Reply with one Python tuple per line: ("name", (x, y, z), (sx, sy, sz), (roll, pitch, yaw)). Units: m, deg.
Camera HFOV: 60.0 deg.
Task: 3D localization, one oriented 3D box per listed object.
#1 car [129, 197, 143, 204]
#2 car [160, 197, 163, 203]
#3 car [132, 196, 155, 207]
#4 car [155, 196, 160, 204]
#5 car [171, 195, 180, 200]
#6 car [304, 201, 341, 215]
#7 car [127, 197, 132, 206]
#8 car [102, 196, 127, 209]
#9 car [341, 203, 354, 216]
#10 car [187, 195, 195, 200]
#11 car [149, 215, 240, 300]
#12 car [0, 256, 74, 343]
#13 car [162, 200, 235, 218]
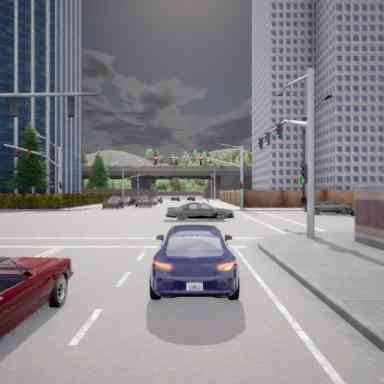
("car", (-10.706, 1.601, 63.530), (1.895, 1.301, 4.718), (0, 0, 0))
("car", (-7.169, 1.564, 68.866), (1.994, 1.385, 4.181), (0, 0, 0))
("car", (-7.217, 1.352, 49.837), (2.097, 1.767, 4.553), (0, 0, 0))
("car", (-7.222, 1.601, 58.819), (1.895, 1.301, 4.718), (0, 0, 0))
("car", (-3.684, 1.501, 74.519), (1.812, 1.442, 4.674), (0, 0, 0))
("car", (13.548, 1.564, 33.472), (4.181, 1.385, 1.994), (0, 0, 0))
("car", (-10.723, 1.491, 54.307), (2.128, 1.511, 4.902), (0, 0, 0))
("car", (-10.710, 1.352, 45.347), (2.097, 1.767, 4.553), (0, 0, 0))
("car", (16.215, 1.564, 29.966), (4.181, 1.385, 1.994), (0, 0, 0))
("car", (-0.184, 1.477, 74.528), (1.837, 1.490, 4.892), (0, 0, 0))
("car", (0.058, 1.526, 8.252), (1.812, 1.442, 4.674), (0, 0, 0))
("car", (-3.452, 1.601, 4.982), (1.895, 1.301, 4.718), (0, 0, 0))
("car", (0.585, 1.547, 26.170), (5.357, 1.411, 2.033), (0, 0, -1))
